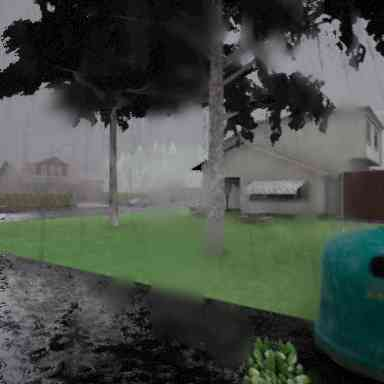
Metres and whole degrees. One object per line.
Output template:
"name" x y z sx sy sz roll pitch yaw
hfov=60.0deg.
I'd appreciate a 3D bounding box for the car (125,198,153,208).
"car" -7.638 1.513 48.141 1.994 1.385 4.181 0 0 36
